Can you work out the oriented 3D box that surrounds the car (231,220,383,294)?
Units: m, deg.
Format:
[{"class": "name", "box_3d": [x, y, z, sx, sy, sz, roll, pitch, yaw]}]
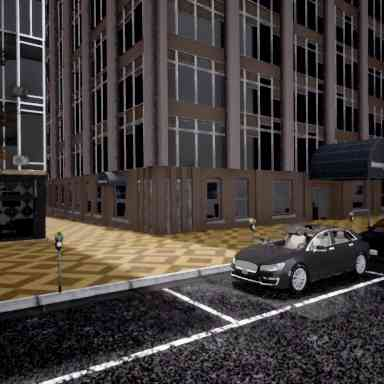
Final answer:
[{"class": "car", "box_3d": [2.952, 1.549, 8.684, 4.403, 1.369, 2.008, 0, -1, -36]}]

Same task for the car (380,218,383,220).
[{"class": "car", "box_3d": [7.577, 1.563, 11.988, 4.313, 1.339, 1.947, 0, -1, -36]}]
